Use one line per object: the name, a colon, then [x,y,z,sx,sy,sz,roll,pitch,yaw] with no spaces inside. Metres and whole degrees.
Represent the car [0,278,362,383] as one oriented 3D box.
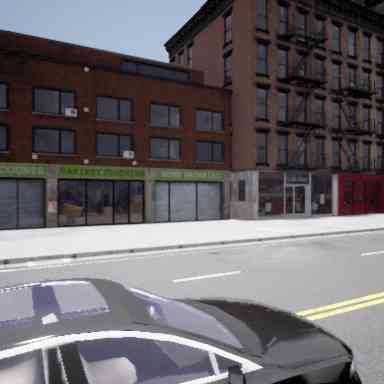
car: [-0.806,1.491,2.522,4.902,1.511,2.128,0,0,-28]
